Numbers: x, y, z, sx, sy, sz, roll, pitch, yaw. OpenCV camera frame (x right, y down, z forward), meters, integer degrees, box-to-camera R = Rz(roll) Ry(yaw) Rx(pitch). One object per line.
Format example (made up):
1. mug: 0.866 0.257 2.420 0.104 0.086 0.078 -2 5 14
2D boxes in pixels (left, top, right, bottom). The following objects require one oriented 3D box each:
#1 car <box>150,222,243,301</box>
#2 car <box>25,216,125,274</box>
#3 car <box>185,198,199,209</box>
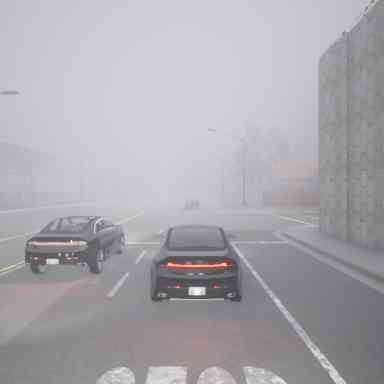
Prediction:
1. car: 0.085 1.505 8.300 1.837 1.490 4.892 0 0 0
2. car: -3.421 1.492 10.571 2.128 1.511 4.902 0 0 0
3. car: 0.012 1.491 44.188 2.128 1.511 4.902 0 0 0
